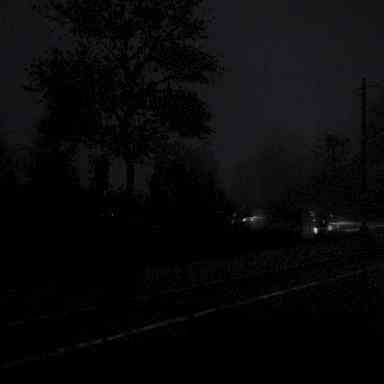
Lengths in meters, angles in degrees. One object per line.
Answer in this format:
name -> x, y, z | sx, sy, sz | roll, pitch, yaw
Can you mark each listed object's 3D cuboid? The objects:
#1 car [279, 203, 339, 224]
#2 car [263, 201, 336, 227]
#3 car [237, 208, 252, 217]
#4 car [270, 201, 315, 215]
car -> 9.312, 1.651, 26.741 | 1.994, 1.385, 4.181 | 0, -1, -39
car -> 7.295, 1.426, 23.618 | 2.097, 1.767, 4.553 | 0, -1, -38
car -> 3.923, 1.769, 33.194 | 1.994, 1.385, 4.181 | 0, -1, -41
car -> 10.872, 1.732, 36.201 | 1.994, 1.385, 4.181 | 0, -1, -40
